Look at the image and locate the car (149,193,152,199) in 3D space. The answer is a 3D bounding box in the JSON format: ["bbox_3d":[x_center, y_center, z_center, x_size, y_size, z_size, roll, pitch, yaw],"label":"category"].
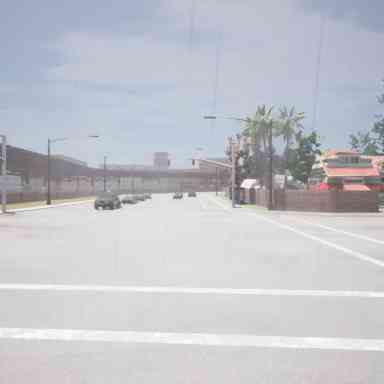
[{"bbox_3d":[-10.417,0.897,76.557,1.812,1.442,4.674,0,1,0],"label":"car"}]

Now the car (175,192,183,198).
[{"bbox_3d":[-3.406,0.709,87.180,1.994,1.385,4.181,0,1,0],"label":"car"}]

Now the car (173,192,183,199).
[{"bbox_3d":[-3.417,0.963,76.862,1.895,1.301,4.718,0,1,0],"label":"car"}]

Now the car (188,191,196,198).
[{"bbox_3d":[0.094,0.519,86.818,2.097,1.767,4.553,0,1,0],"label":"car"}]

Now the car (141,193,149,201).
[{"bbox_3d":[-10.428,1.143,66.225,1.994,1.385,4.181,0,1,0],"label":"car"}]

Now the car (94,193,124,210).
[{"bbox_3d":[-10.511,1.134,41.519,2.150,2.045,5.566,0,0,0],"label":"car"}]

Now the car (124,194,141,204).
[{"bbox_3d":[-10.447,1.297,55.742,2.033,1.411,5.357,0,1,0],"label":"car"}]
